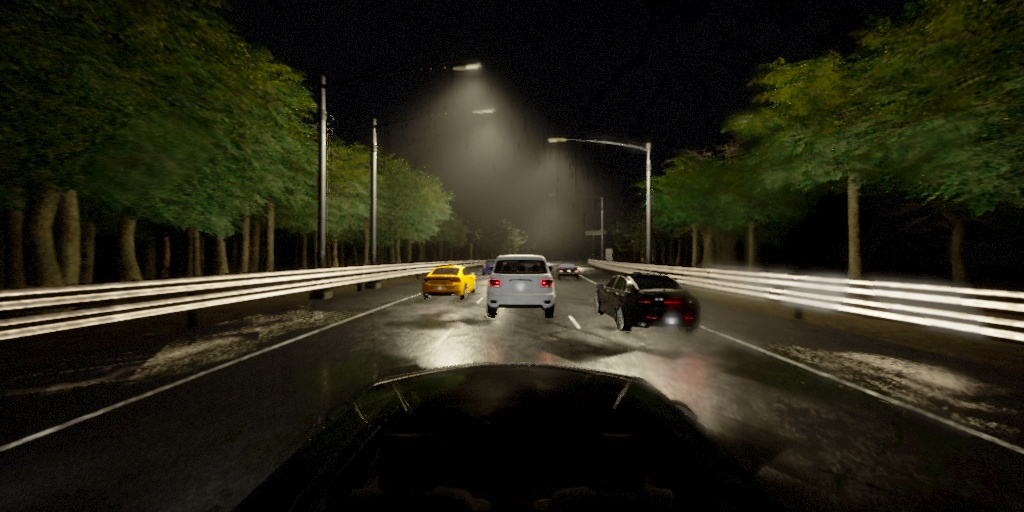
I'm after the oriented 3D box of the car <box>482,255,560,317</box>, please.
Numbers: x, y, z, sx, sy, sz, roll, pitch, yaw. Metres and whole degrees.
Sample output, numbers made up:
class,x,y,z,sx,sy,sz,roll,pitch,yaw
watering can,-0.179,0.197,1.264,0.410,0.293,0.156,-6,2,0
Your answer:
class,x,y,z,sx,sy,sz,roll,pitch,yaw
car,0.342,0.971,13.276,2.150,2.045,5.566,0,0,2

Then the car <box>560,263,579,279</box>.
class,x,y,z,sx,sy,sz,roll,pitch,yaw
car,4.934,1.302,32.256,2.033,1.411,5.357,0,0,5

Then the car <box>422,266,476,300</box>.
class,x,y,z,sx,sy,sz,roll,pitch,yaw
car,-2.972,1.219,17.808,1.882,1.535,5.008,0,0,3

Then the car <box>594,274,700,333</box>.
class,x,y,z,sx,sy,sz,roll,pitch,yaw
car,3.773,1.261,10.762,1.837,1.490,4.892,0,0,1
